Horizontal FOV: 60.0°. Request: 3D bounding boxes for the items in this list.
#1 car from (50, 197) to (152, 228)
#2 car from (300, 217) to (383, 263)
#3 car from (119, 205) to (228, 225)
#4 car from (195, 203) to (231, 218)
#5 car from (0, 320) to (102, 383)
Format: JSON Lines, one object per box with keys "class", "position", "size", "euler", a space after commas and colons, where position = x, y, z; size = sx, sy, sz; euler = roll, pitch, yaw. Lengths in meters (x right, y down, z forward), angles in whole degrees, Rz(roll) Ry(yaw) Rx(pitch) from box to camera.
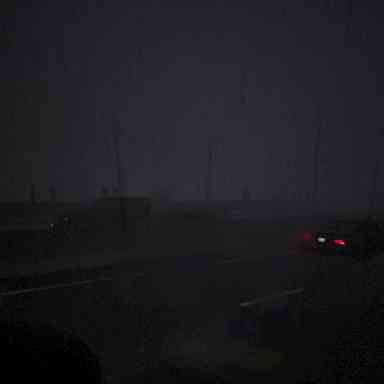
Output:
{"class": "car", "position": [-4.601, 1.289, 17.909], "size": [5.566, 2.045, 2.150], "euler": [1, 0, -36]}
{"class": "car", "position": [6.383, 1.677, 12.602], "size": [5.357, 1.411, 2.033], "euler": [1, 0, -36]}
{"class": "car", "position": [-0.795, 1.595, 16.325], "size": [4.892, 1.490, 1.837], "euler": [1, 0, -36]}
{"class": "car", "position": [0.835, 1.655, 26.087], "size": [4.902, 1.511, 2.128], "euler": [1, 0, -35]}
{"class": "car", "position": [-2.949, 1.461, 1.641], "size": [5.008, 1.535, 1.882], "euler": [1, -1, -35]}
